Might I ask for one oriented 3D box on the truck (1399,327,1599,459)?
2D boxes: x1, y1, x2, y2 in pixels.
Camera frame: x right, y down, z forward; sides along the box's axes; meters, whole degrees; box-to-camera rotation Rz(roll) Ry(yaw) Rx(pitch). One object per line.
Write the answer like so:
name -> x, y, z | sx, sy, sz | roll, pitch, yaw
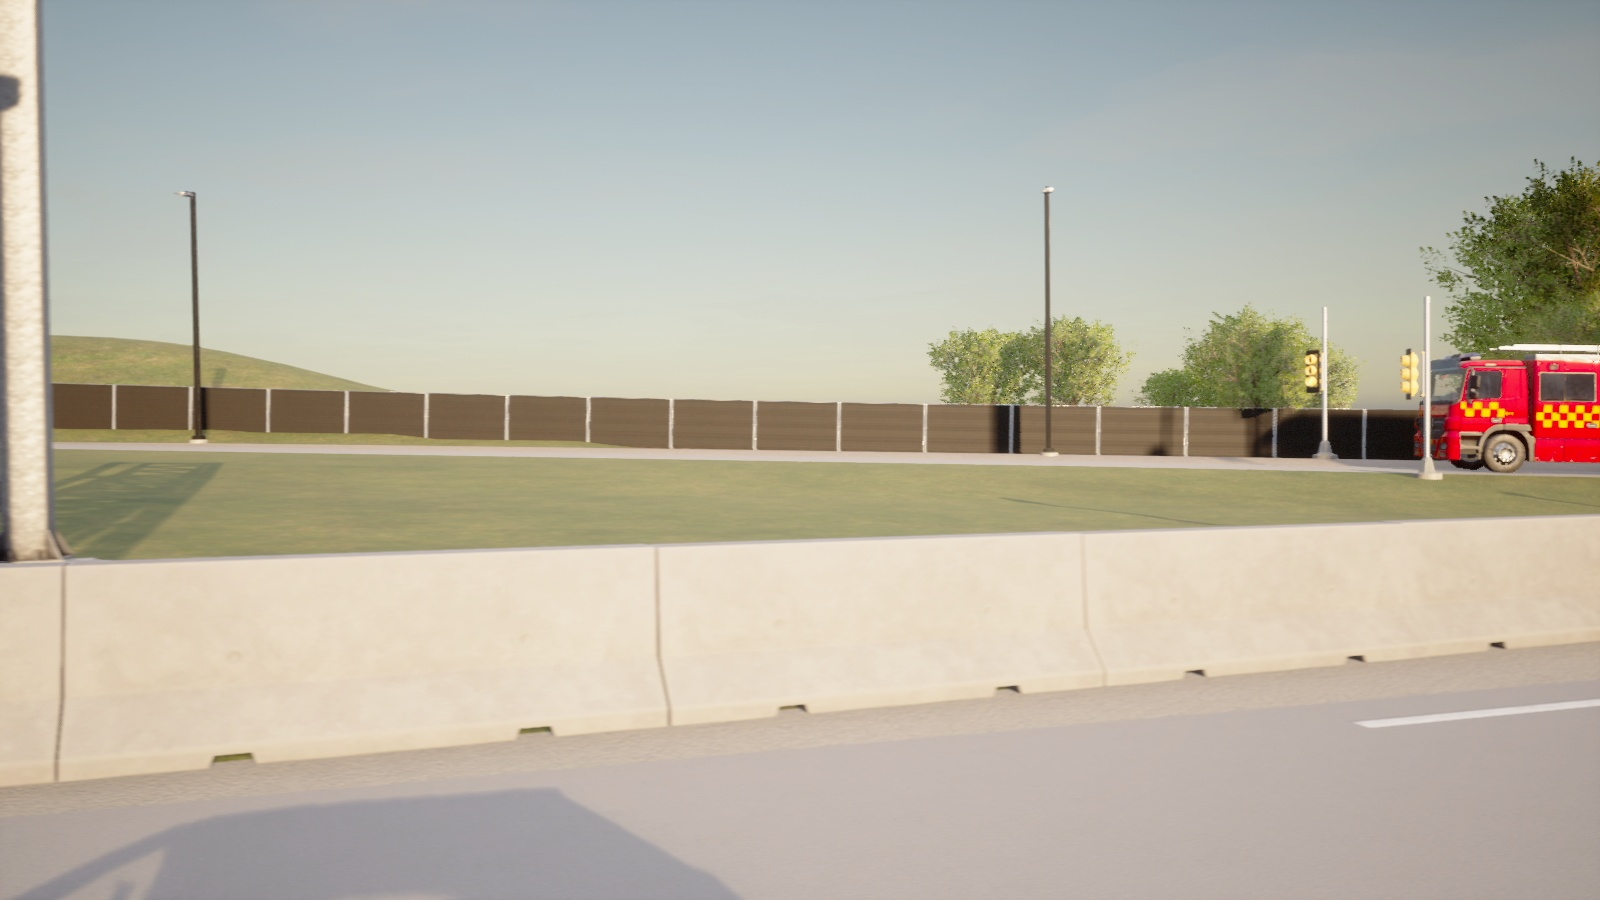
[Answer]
truck -> 23.087, -1.700, 37.954 | 8.468, 3.827, 2.891 | 0, 2, 6
